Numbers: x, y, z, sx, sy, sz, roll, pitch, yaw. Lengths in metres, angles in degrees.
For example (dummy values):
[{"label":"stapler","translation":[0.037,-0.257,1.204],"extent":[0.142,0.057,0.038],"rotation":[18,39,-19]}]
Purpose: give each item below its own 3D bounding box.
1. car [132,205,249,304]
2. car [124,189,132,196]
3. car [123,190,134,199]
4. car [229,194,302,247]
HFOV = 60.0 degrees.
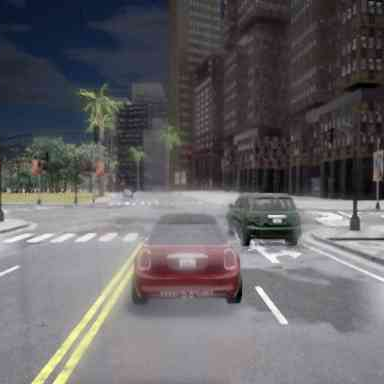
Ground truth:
[{"label":"car","translation":[-0.130,1.286,8.142],"extent":[2.097,1.767,4.553],"rotation":[0,0,-1]},{"label":"car","translation":[-15.593,0.140,81.073],"extent":[1.882,1.535,5.008],"rotation":[0,1,-12]},{"label":"car","translation":[-12.466,0.524,65.140],"extent":[1.812,1.442,4.674],"rotation":[0,1,-9]},{"label":"car","translation":[2.925,1.104,14.496],"extent":[2.150,2.045,5.566],"rotation":[0,0,-2]}]
